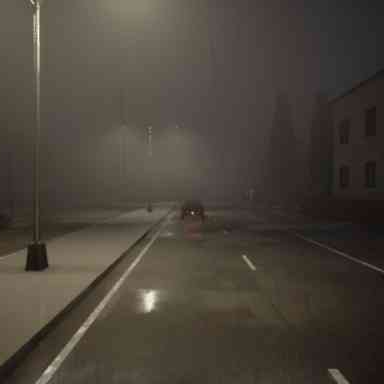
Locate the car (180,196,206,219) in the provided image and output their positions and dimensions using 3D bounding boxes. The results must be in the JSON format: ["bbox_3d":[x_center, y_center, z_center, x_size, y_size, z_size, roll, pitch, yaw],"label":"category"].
[{"bbox_3d":[0.069,1.344,27.714,1.837,1.490,4.892,0,0,0],"label":"car"}]

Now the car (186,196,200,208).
[{"bbox_3d":[0.096,1.269,44.314,1.812,1.442,4.674,0,0,0],"label":"car"}]

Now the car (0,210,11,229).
[{"bbox_3d":[-11.582,1.460,17.811,1.994,1.385,4.181,0,0,-1],"label":"car"}]
